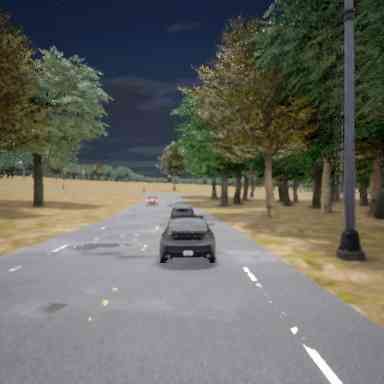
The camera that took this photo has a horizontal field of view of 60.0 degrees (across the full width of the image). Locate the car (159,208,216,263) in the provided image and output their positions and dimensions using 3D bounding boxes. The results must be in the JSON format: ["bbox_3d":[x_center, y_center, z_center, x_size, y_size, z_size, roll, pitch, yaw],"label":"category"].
[{"bbox_3d":[-0.172,1.588,12.440,1.837,1.490,4.892,-1,0,-1],"label":"car"}]

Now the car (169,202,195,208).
[{"bbox_3d":[-0.818,1.615,27.450,1.837,1.490,4.892,0,0,-3],"label":"car"}]

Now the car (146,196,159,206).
[{"bbox_3d":[-6.774,1.417,57.264,2.097,1.767,4.553,0,0,-4],"label":"car"}]
